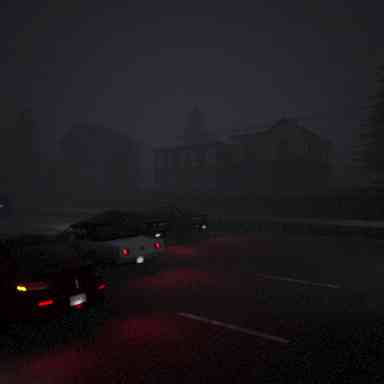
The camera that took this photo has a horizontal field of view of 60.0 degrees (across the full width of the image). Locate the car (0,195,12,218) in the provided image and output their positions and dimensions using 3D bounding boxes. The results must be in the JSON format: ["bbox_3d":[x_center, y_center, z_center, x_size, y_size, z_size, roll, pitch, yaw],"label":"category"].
[{"bbox_3d":[-18.476,1.296,30.087,5.566,2.045,2.150,0,0,36],"label":"car"}]

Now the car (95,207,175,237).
[{"bbox_3d":[-3.351,1.531,14.988,4.892,1.490,1.837,0,0,36],"label":"car"}]

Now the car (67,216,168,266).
[{"bbox_3d":[-3.255,1.621,10.618,4.718,1.301,1.895,0,0,36],"label":"car"}]

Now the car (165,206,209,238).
[{"bbox_3d":[-1.373,1.517,17.874,4.902,1.511,2.128,0,0,36],"label":"car"}]

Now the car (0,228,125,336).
[{"bbox_3d":[-3.683,1.541,6.623,4.674,1.442,1.812,0,0,36],"label":"car"}]
